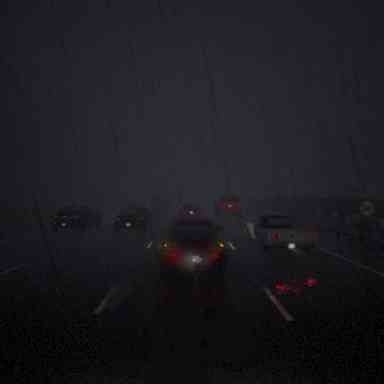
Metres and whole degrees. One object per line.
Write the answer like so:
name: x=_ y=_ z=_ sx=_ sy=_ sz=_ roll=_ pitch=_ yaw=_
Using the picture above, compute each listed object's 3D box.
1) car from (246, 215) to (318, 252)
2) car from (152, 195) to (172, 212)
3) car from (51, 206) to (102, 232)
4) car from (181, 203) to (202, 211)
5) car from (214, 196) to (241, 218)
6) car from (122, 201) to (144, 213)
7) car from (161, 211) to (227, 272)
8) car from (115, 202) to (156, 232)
car: x=3.529 y=1.635 z=14.029 sx=1.895 sy=1.301 sz=4.718 roll=0 pitch=0 yaw=0
car: x=-3.615 y=1.432 z=40.076 sx=2.150 sy=2.045 sz=5.566 roll=0 pitch=0 yaw=0
car: x=-7.008 y=1.582 z=20.602 sx=2.128 sy=1.511 sz=4.902 roll=0 pitch=0 yaw=0
car: x=-0.057 y=1.702 z=29.685 sx=1.994 sy=1.385 sz=4.181 roll=0 pitch=0 yaw=0
car: x=3.416 y=1.374 z=32.639 sx=2.150 sy=2.045 sz=5.566 roll=0 pitch=0 yaw=-1
car: x=-7.116 y=1.820 z=40.557 sx=1.895 sy=1.301 sz=4.718 roll=0 pitch=0 yaw=0
car: x=0.048 y=1.548 z=10.694 sx=1.812 sy=1.442 sz=4.674 roll=0 pitch=0 yaw=0
car: x=-3.512 y=1.610 z=20.537 sx=1.812 sy=1.442 sz=4.674 roll=0 pitch=0 yaw=0
